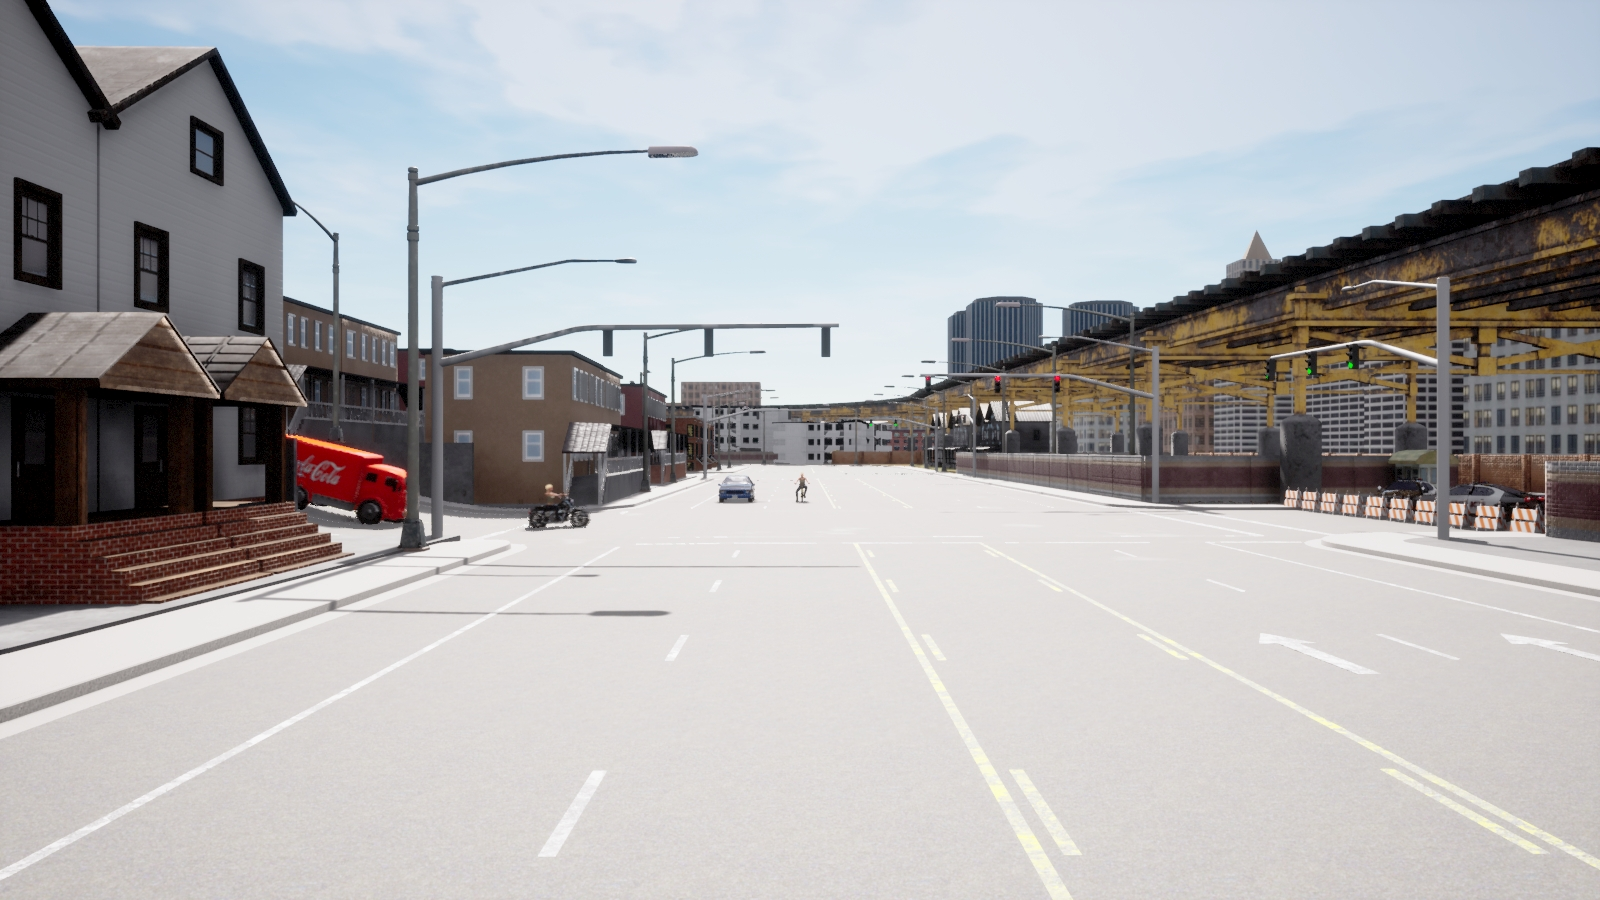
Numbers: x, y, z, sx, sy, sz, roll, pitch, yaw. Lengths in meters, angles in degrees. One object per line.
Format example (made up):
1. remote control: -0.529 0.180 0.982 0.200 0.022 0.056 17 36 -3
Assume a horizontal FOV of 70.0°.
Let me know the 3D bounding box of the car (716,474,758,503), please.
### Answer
1. car: -3.449 2.106 63.014 2.033 1.411 5.357 0 0 0
